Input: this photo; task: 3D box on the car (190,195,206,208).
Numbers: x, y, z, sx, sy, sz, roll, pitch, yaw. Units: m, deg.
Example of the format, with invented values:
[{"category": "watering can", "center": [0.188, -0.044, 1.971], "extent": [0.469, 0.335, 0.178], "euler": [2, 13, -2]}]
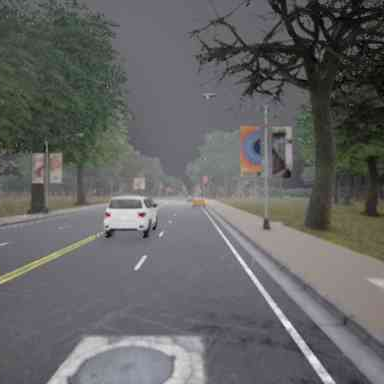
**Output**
[{"category": "car", "center": [1.010, 1.483, 49.206], "extent": [1.882, 1.535, 5.008], "euler": [0, 0, 0]}]

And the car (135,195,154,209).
[{"category": "car", "center": [-6.698, 1.358, 47.129], "extent": [2.097, 1.767, 4.553], "euler": [0, 0, 0]}]

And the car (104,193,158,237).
[{"category": "car", "center": [-3.171, 1.231, 18.123], "extent": [2.150, 2.045, 5.566], "euler": [0, 0, 0]}]

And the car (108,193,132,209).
[{"category": "car", "center": [-9.948, 1.227, 46.538], "extent": [2.150, 2.045, 5.566], "euler": [0, 0, 0]}]

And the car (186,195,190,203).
[{"category": "car", "center": [-0.193, 1.553, 66.592], "extent": [2.033, 1.411, 5.357], "euler": [0, 0, 0]}]

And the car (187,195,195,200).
[{"category": "car", "center": [-0.273, 1.375, 86.173], "extent": [2.033, 1.411, 5.357], "euler": [0, 0, 0]}]
